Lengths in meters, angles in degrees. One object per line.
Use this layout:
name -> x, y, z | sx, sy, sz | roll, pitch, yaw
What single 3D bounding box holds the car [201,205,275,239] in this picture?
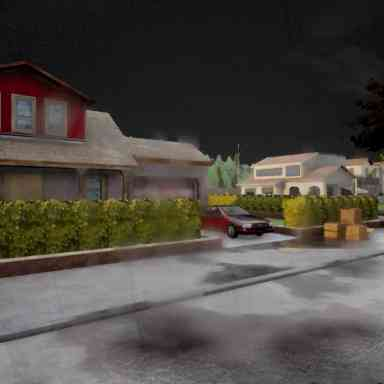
car -> 1.561, 1.356, 16.546 | 2.033, 1.415, 5.357 | 0, 0, -33
